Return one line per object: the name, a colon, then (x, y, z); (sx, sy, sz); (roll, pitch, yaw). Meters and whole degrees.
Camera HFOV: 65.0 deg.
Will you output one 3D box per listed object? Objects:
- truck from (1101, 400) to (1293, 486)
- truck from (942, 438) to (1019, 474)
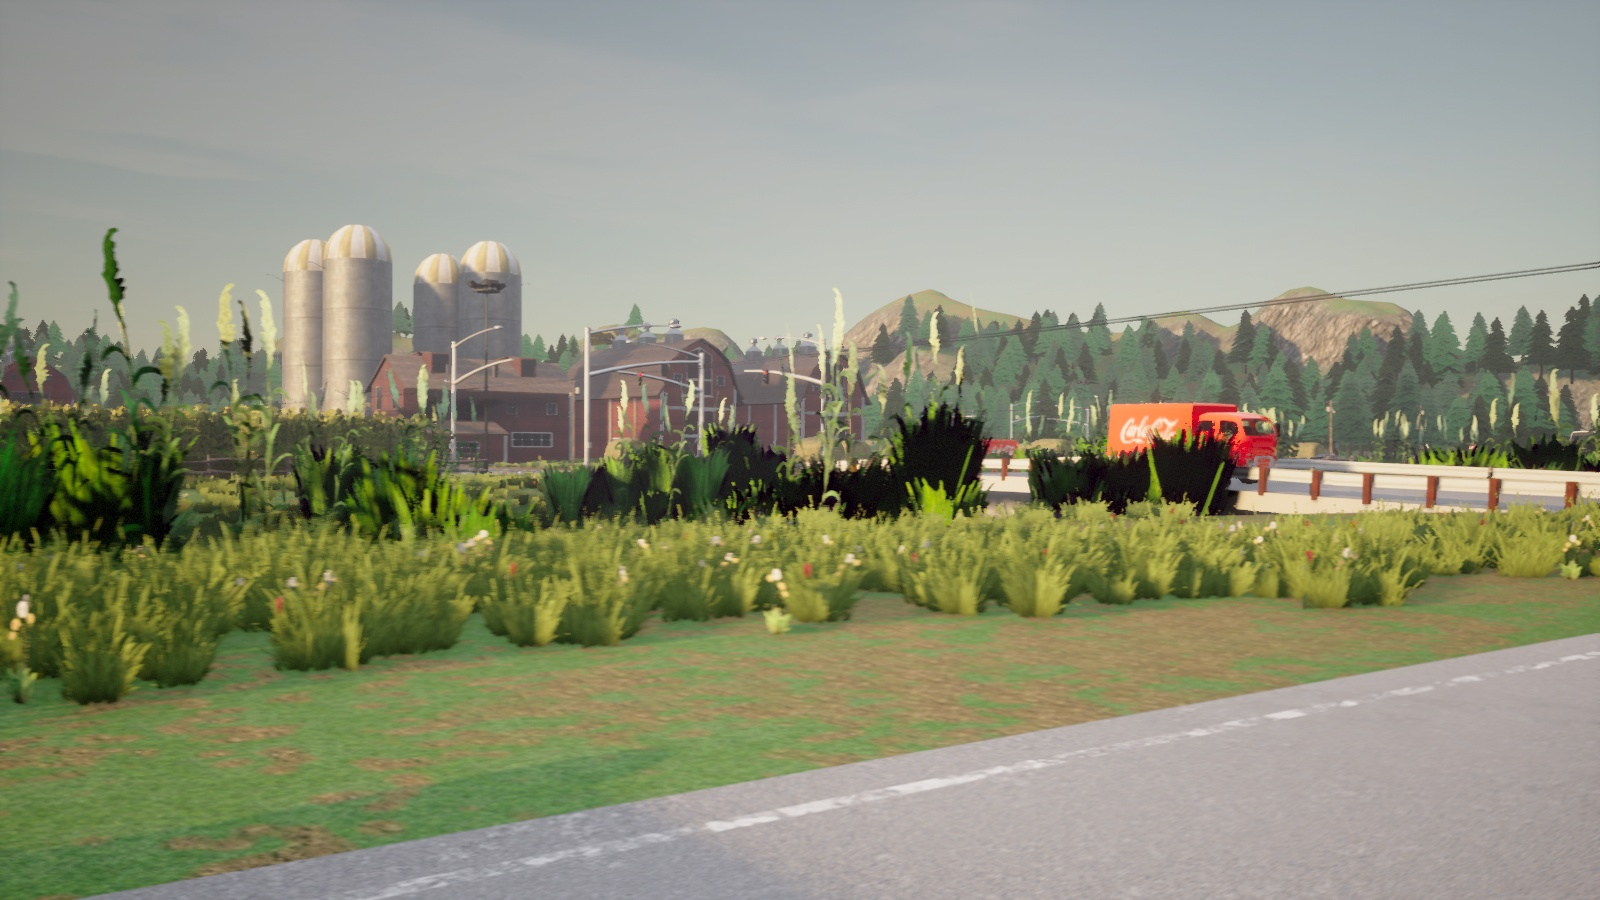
truck: (12.265, -0.274, 39.162); (2.627, 2.467, 5.204); (0, 2, -33)
truck: (13.031, 0.418, 90.621); (5.204, 2.467, 2.627); (0, 0, -38)
